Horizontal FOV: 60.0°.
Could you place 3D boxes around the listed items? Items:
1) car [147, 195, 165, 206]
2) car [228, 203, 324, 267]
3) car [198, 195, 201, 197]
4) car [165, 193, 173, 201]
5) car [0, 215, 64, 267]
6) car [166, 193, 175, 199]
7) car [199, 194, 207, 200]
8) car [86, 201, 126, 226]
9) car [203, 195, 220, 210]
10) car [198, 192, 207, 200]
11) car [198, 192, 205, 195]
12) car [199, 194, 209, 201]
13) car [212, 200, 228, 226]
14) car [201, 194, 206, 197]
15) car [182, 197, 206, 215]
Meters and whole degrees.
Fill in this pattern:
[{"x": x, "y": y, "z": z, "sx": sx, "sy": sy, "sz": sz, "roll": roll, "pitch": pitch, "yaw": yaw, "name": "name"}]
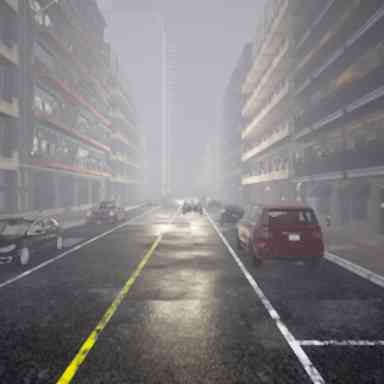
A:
[{"x": -5.772, "y": 1.356, "z": 50.860, "sx": 2.008, "sy": 1.369, "sz": 4.403, "roll": 0, "pitch": 0, "yaw": 0, "name": "car"}, {"x": 2.673, "y": 1.270, "z": 11.098, "sx": 2.192, "sy": 1.841, "sz": 5.009, "roll": 0, "pitch": 0, "yaw": 0, "name": "car"}, {"x": 0.024, "y": 1.422, "z": 46.535, "sx": 1.895, "sy": 1.301, "sz": 4.718, "roll": 0, "pitch": 0, "yaw": 0, "name": "car"}, {"x": -5.810, "y": 1.309, "z": 73.589, "sx": 1.802, "sy": 1.307, "sz": 4.206, "roll": 0, "pitch": 0, "yaw": 0, "name": "car"}, {"x": -5.708, "y": 1.506, "z": 11.083, "sx": 2.008, "sy": 1.369, "sz": 4.403, "roll": 0, "pitch": 0, "yaw": 0, "name": "car"}, {"x": -5.837, "y": 1.112, "z": 90.636, "sx": 1.967, "sy": 1.590, "sz": 4.097, "roll": 0, "pitch": 0, "yaw": 0, "name": "car"}, {"x": 2.561, "y": 1.233, "z": 79.457, "sx": 1.752, "sy": 1.417, "sz": 4.829, "roll": 0, "pitch": 0, "yaw": 0, "name": "car"}, {"x": -5.726, "y": 1.350, "z": 22.447, "sx": 1.967, "sy": 1.590, "sz": 4.097, "roll": 0, "pitch": 0, "yaw": 0, "name": "car"}, {"x": 2.627, "y": 1.397, "z": 39.511, "sx": 2.008, "sy": 1.369, "sz": 4.403, "roll": 0, "pitch": 0, "yaw": 0, "name": "car"}, {"x": 2.552, "y": 1.005, "z": 84.969, "sx": 2.192, "sy": 1.841, "sz": 5.009, "roll": 0, "pitch": 0, "yaw": 0, "name": "car"}, {"x": 2.589, "y": 1.205, "z": 62.239, "sx": 1.967, "sy": 1.590, "sz": 4.097, "roll": 0, "pitch": 0, "yaw": 0, "name": "car"}, {"x": 2.571, "y": 1.167, "z": 73.604, "sx": 1.967, "sy": 1.590, "sz": 4.097, "roll": 0, "pitch": 0, "yaw": 0, "name": "car"}, {"x": 2.654, "y": 1.476, "z": 22.463, "sx": 1.947, "sy": 1.339, "sz": 4.313, "roll": 0, "pitch": 0, "yaw": 0, "name": "car"}, {"x": 2.617, "y": 1.376, "z": 45.193, "sx": 2.008, "sy": 1.369, "sz": 4.403, "roll": 0, "pitch": 0, "yaw": 0, "name": "car"}, {"x": 0.047, "y": 1.474, "z": 32.172, "sx": 1.895, "sy": 1.301, "sz": 4.718, "roll": 0, "pitch": 0, "yaw": 0, "name": "car"}]
